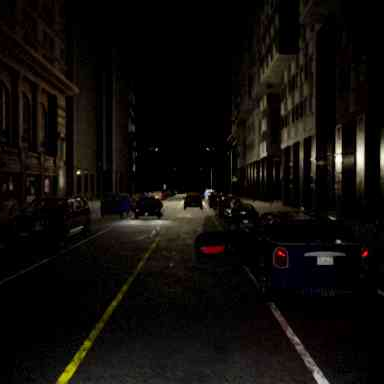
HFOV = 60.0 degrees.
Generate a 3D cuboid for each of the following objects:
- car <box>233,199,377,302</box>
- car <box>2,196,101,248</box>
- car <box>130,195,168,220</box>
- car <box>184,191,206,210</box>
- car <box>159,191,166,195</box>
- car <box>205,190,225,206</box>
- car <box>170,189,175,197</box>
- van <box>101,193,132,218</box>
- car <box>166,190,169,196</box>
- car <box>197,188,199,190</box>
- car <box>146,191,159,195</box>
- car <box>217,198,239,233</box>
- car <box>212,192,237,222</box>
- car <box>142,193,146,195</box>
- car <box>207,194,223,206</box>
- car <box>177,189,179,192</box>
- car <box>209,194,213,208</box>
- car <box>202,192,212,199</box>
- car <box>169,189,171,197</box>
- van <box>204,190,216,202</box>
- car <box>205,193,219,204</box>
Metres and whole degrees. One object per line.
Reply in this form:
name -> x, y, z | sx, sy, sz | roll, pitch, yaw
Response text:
car -> 2.404, 1.229, 8.117 | 2.097, 1.767, 4.553 | 0, 1, 0
car -> -5.732, 1.107, 13.902 | 2.192, 1.841, 5.009 | 0, 1, 0
car -> -3.037, 1.162, 24.505 | 1.812, 1.442, 4.674 | 0, 1, 0
car -> 0.133, 0.970, 34.491 | 1.882, 1.535, 5.008 | 0, 1, 0
car -> -5.652, 0.667, 53.112 | 1.967, 1.590, 4.097 | 0, 1, 0
car -> 2.839, 0.781, 36.303 | 2.192, 1.841, 5.009 | 0, 1, 0
car -> -5.607, 0.460, 75.517 | 2.008, 1.369, 4.403 | 0, 1, 0
van -> -5.709, 0.969, 25.104 | 1.690, 1.788, 3.998 | 0, 1, 0
car -> -5.641, 0.729, 58.714 | 1.802, 1.307, 4.206 | 0, 1, 0
car -> 2.941, 0.297, 86.720 | 1.887, 1.381, 4.507 | 0, 1, 0
car -> -5.675, 0.827, 41.910 | 1.967, 1.590, 4.097 | 0, 1, 0
car -> 2.804, 1.260, 19.502 | 2.008, 1.369, 4.403 | 0, 1, 0
car -> 2.815, 1.068, 25.102 | 1.967, 1.590, 4.097 | 0, 1, 0
car -> -5.699, 1.075, 30.538 | 1.752, 1.417, 4.829 | 0, 1, 0
car -> 2.849, 0.968, 41.909 | 1.802, 1.307, 4.206 | 0, 1, 0
car -> -5.572, -0.011, 92.318 | 2.192, 1.841, 5.009 | 0, 1, 0
car -> 2.826, 1.129, 30.705 | 1.802, 1.307, 4.206 | 0, 1, 0
car -> 2.895, 0.649, 64.315 | 1.802, 1.307, 4.206 | 0, 1, 0
car -> -5.630, 0.633, 64.316 | 1.947, 1.339, 4.313 | 0, 1, 0
van -> 2.873, 0.568, 53.108 | 1.690, 1.788, 3.998 | 0, 1, 0
car -> 2.861, 0.829, 47.679 | 1.752, 1.417, 4.829 | 0, 1, 0
